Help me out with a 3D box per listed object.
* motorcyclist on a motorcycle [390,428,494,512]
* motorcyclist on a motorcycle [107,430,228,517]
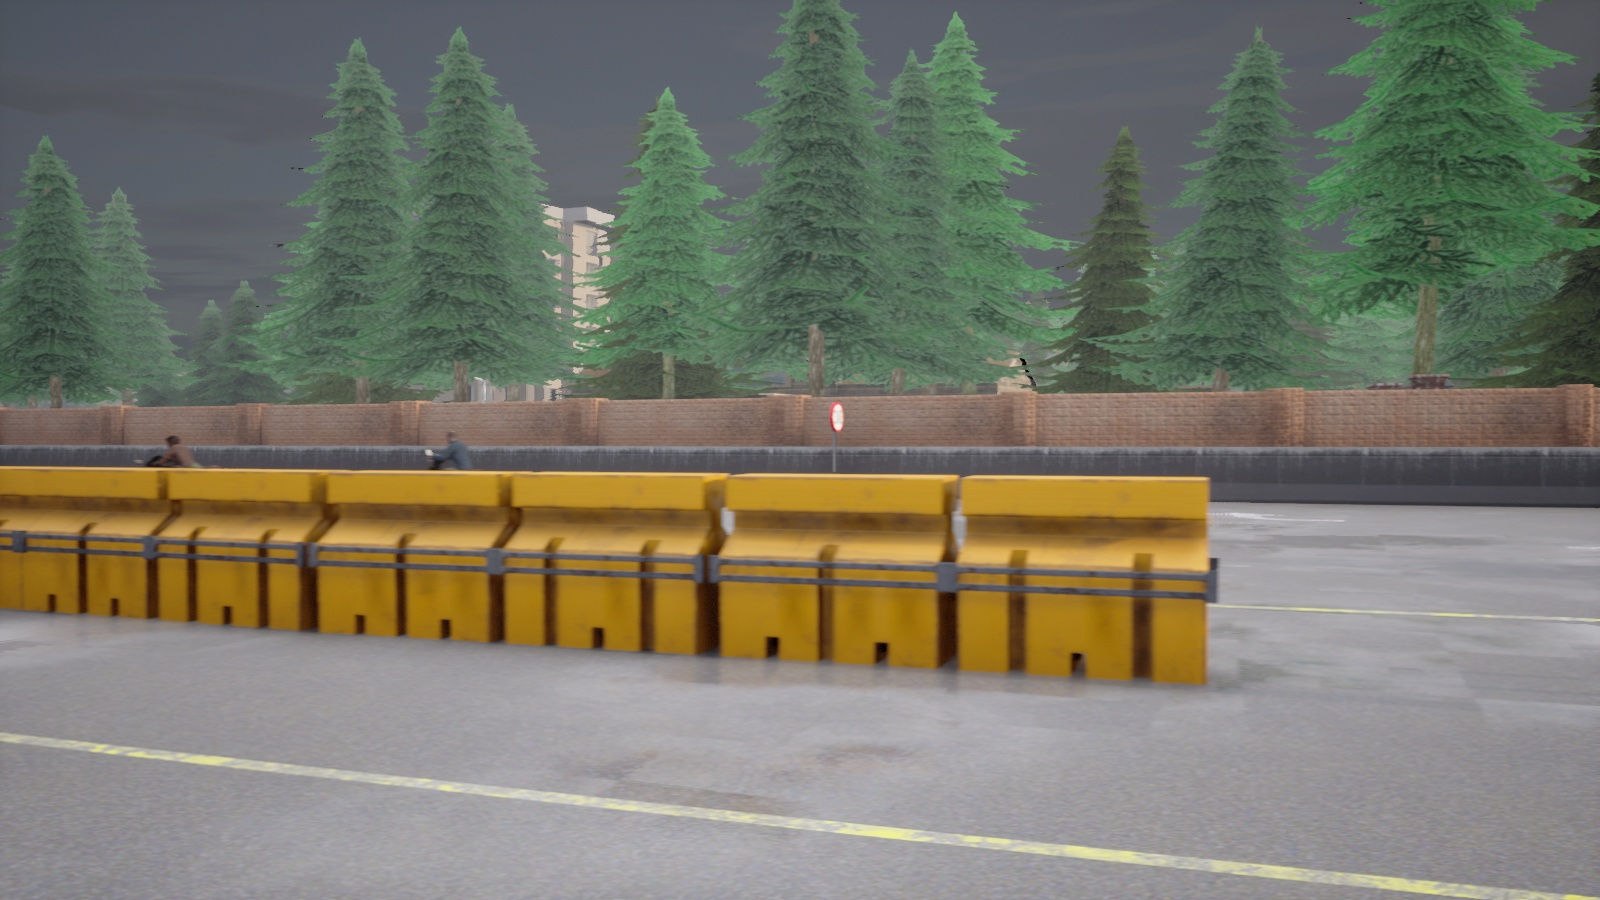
[{"bbox_3d":[-7.028,0.367,24.645,1.817,1.590,0.866,0,1,23],"label":"motorcyclist on a motorcycle"},{"bbox_3d":[-11.422,0.408,22.684,2.044,1.523,0.797,0,1,23],"label":"motorcyclist on a motorcycle"}]
